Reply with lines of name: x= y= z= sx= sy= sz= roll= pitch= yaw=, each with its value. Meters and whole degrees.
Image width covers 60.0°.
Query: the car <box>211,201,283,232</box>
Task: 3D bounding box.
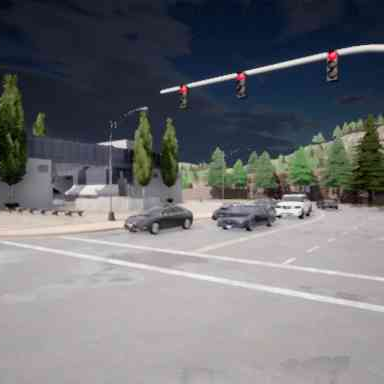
car: x=3.569 y=1.554 z=20.800 sx=2.033 sy=1.411 sz=5.357 roll=0 pitch=0 yaw=35

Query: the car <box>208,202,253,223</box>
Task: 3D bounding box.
car: x=3.197 y=1.573 z=26.633 sx=1.994 sy=1.385 sz=4.181 roll=0 pitch=0 yaw=31

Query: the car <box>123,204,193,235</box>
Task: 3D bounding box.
car: x=-1.815 y=1.514 z=19.259 sx=1.837 sy=1.490 sz=4.892 roll=0 pitch=0 yaw=35

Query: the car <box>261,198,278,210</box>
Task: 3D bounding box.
car: x=10.240 y=1.538 z=44.038 sx=1.812 sy=1.442 sz=4.674 roll=0 pitch=0 yaw=8

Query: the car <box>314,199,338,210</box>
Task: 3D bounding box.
car: x=17.484 y=1.554 z=43.417 sx=2.033 sy=1.411 sz=5.357 roll=0 pitch=0 yaw=8

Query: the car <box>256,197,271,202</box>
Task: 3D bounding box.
car: x=7.355 y=1.362 z=34.184 sx=2.097 sy=1.767 sz=4.553 roll=0 pitch=0 yaw=22

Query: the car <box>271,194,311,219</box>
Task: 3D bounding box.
car: x=8.945 y=1.228 z=29.299 sx=2.150 sy=2.045 sz=5.566 roll=0 pitch=0 yaw=28

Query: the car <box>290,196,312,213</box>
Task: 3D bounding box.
car: x=12.561 y=1.360 z=38.567 sx=2.097 sy=1.767 sz=4.553 roll=0 pitch=0 yaw=14
